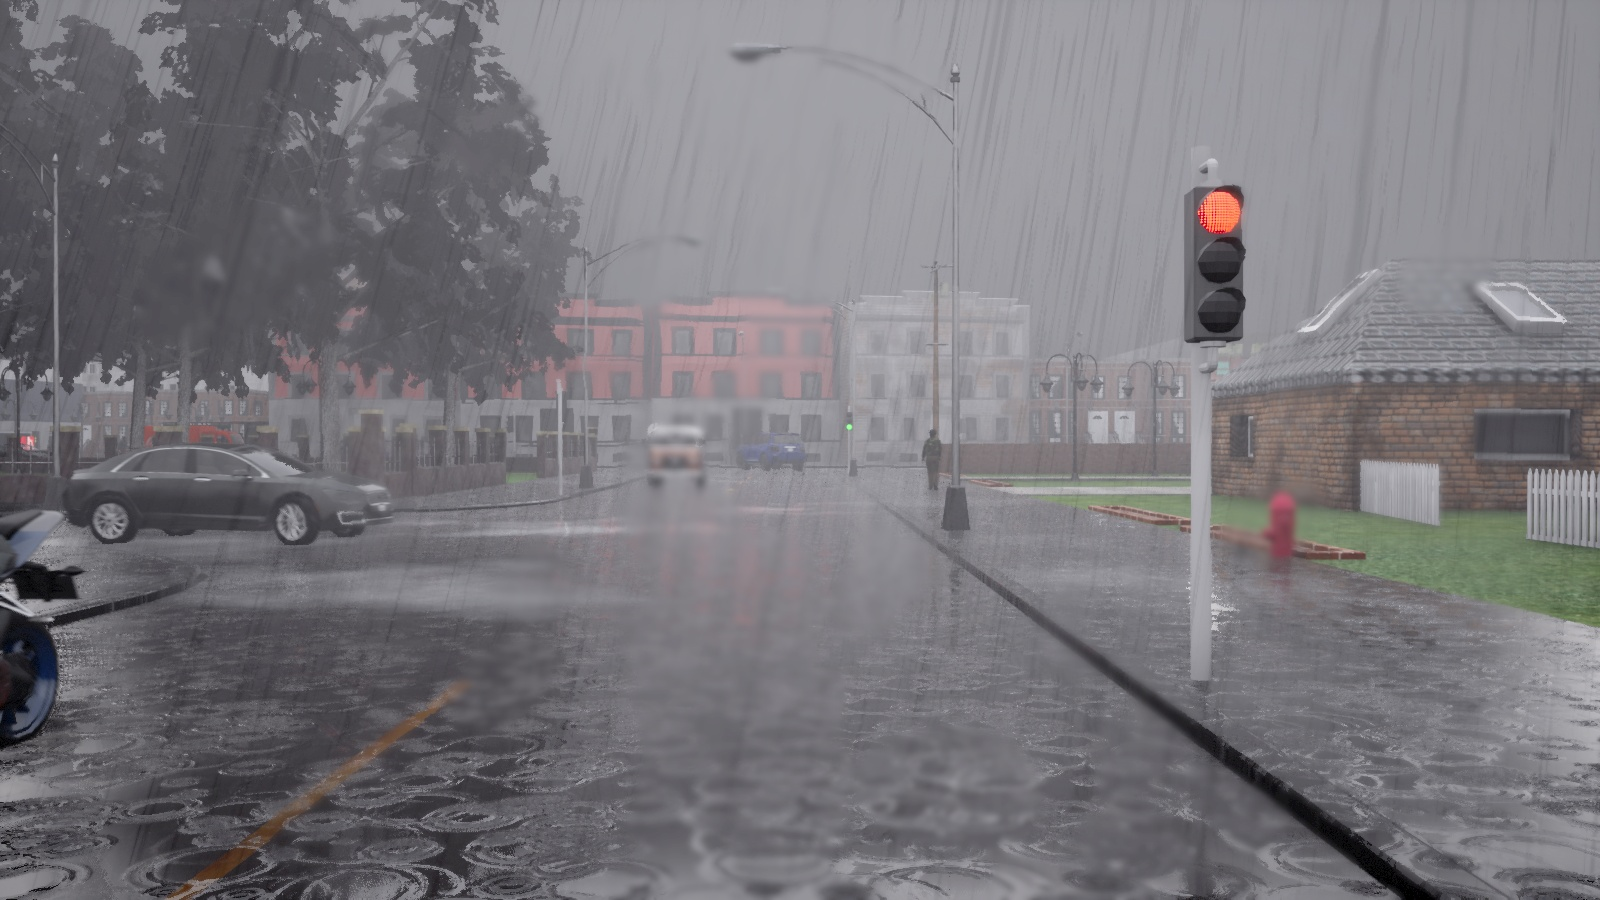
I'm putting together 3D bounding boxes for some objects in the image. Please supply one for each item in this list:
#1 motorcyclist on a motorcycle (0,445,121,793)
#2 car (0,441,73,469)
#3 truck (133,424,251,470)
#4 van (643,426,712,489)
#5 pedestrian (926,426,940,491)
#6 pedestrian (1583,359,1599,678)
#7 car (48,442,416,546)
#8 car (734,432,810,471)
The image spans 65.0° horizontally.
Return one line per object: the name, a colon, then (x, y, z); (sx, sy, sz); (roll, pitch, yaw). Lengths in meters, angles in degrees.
motorcyclist on a motorcycle: (-3.966, 0.748, 5.418); (0.866, 1.530, 2.191); (0, 0, 1)
car: (-42.887, 0.280, 68.747); (4.902, 1.511, 2.128); (0, 0, 0)
truck: (-33.244, -0.155, 68.773); (5.204, 2.467, 2.627); (0, 0, 0)
van: (-4.137, 0.224, 42.958); (2.069, 2.038, 4.480); (0, 0, -2)
pedestrian: (3.936, 0.249, 37.185); (0.395, 1.930, 0.692); (0, 0, 4)
pedestrian: (5.098, 0.418, 7.428); (0.423, 1.949, 0.788); (0, 0, -1)
car: (-8.612, 0.637, 19.241); (4.892, 1.490, 1.837); (0, 0, 7)
car: (-1.586, 0.079, 68.186); (2.150, 2.045, 5.566); (0, 0, -23)
